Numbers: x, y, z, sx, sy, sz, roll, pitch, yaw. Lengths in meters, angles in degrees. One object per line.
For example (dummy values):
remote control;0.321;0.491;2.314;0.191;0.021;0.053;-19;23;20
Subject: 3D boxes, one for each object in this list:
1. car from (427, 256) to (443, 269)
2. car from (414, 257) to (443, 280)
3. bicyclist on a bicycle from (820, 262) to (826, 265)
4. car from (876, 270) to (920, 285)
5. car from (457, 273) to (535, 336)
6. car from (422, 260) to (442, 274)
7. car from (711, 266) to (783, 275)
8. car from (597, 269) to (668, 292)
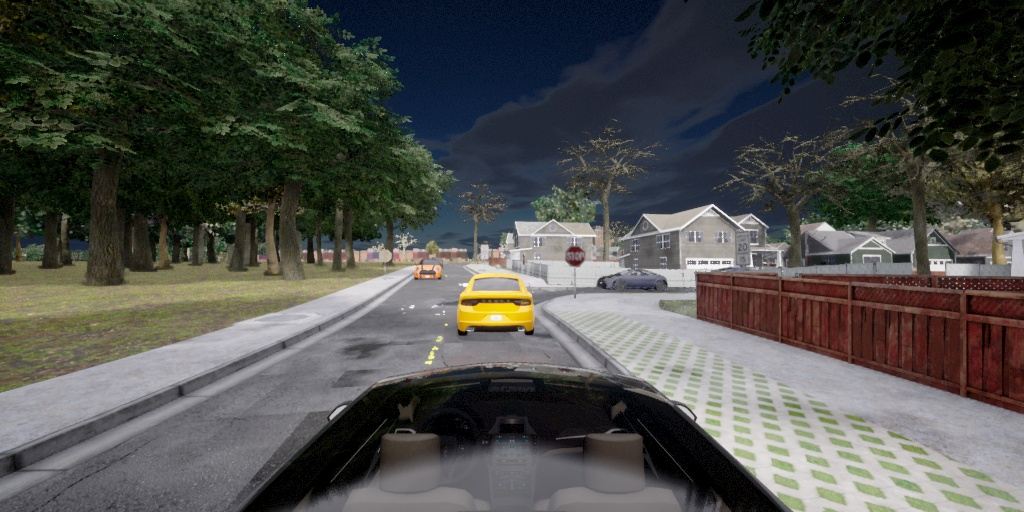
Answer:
car;-10.978;0.926;51.573;2.097;1.767;4.553;0;0;-10
car;-6.933;1.000;29.862;2.097;1.767;4.553;0;0;-11
bicyclist on a bicycle;15.825;1.106;18.012;0.582;1.620;1.656;1;-3;-10
car;26.928;1.758;25.966;4.892;1.490;1.837;1;-3;-10
car;-0.464;1.226;10.491;1.882;1.535;5.008;0;0;-3
car;-8.778;1.166;39.617;1.994;1.385;4.181;0;0;-10
car;13.120;1.369;20.392;5.008;1.535;1.882;1;-3;-11
car;7.505;1.508;22.509;4.181;1.385;1.994;1;-3;-7
